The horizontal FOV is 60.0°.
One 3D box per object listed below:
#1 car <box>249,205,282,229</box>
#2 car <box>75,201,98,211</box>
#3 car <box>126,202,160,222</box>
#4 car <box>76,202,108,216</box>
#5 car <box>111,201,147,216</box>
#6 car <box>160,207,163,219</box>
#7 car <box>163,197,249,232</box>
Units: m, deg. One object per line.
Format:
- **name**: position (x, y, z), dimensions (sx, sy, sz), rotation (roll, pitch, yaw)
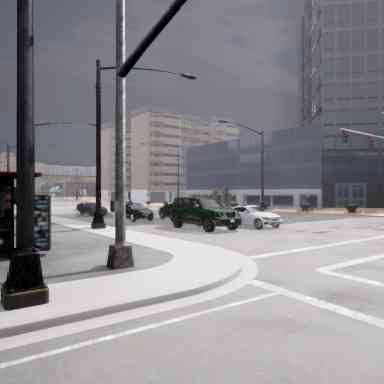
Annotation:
- **car**: position (3.961, 1.635, 22.735), dimensions (1.812, 1.442, 4.674), rotation (0, -1, -35)
- **car**: position (-16.037, 2.146, 50.458), dimensions (1.994, 1.385, 4.181), rotation (0, -1, -36)
- **car**: position (-5.114, 1.741, 29.302), dimensions (1.837, 1.490, 4.892), rotation (0, -1, -36)
- **car**: position (-11.361, 1.939, 37.918), dimensions (2.033, 1.411, 5.357), rotation (0, -1, -36)
- **car**: position (-7.299, 1.852, 38.280), dimensions (2.128, 1.511, 4.902), rotation (0, -1, -36)
- **car**: position (-1.340, 1.740, 30.122), dimensions (1.812, 1.442, 4.674), rotation (0, -1, -36)
- **car**: position (0.693, 1.335, 21.304), dimensions (2.150, 2.045, 5.566), rotation (0, -1, -36)
